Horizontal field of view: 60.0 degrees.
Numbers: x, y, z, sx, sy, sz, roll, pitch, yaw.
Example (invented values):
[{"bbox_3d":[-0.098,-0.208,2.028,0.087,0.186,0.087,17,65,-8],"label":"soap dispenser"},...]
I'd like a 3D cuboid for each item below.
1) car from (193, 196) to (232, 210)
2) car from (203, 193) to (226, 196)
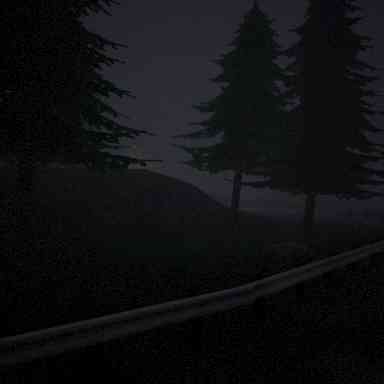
[{"bbox_3d":[3.046,1.566,47.523,4.718,1.301,1.895,0,0,34],"label":"car"},{"bbox_3d":[4.131,1.183,51.019,5.566,2.045,2.150,0,0,34],"label":"car"}]
